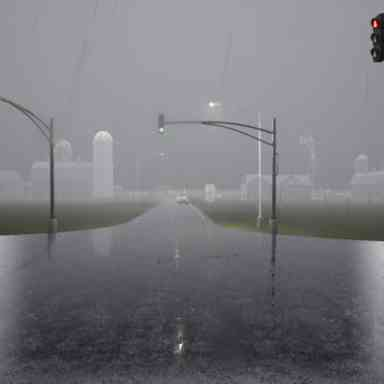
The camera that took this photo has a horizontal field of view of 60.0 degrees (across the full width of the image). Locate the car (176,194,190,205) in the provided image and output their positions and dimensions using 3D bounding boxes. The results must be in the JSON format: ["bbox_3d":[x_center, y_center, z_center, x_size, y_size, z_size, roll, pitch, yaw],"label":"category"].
[{"bbox_3d":[-1.591,1.633,61.232,1.812,1.442,4.674,0,0,-3],"label":"car"}]
